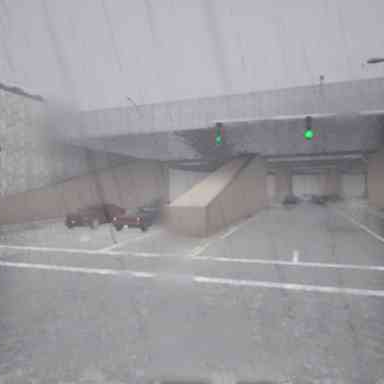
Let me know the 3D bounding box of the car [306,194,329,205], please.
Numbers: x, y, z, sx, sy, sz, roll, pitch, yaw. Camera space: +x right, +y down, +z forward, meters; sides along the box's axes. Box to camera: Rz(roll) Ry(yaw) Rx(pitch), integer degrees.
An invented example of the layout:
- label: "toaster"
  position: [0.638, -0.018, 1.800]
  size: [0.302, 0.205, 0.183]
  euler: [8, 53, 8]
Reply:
- label: "car"
  position: [17.535, 1.080, 46.418]
  size: [2.033, 1.411, 5.357]
  euler: [-1, 0, 24]

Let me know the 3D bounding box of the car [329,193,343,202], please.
- label: "car"
  position: [23.276, 0.938, 54.965]
  size: [4.674, 1.442, 1.812]
  euler: [-1, 0, -43]

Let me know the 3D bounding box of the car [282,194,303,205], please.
- label: "car"
  position: [14.045, 1.122, 47.143]
  size: [2.033, 1.411, 5.357]
  euler: [-1, 0, 25]

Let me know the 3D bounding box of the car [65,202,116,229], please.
- label: "car"
  position: [-6.092, 1.450, 21.598]
  size: [1.882, 1.535, 5.008]
  euler: [-1, 0, 18]

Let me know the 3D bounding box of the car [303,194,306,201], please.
- label: "car"
  position: [19.594, 0.981, 56.153]
  size: [1.812, 1.442, 4.674]
  euler: [0, 0, 44]

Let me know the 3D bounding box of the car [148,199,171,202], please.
- label: "car"
  position: [-3.136, 1.380, 30.513]
  size: [2.128, 1.511, 4.902]
  euler: [-1, 0, 18]

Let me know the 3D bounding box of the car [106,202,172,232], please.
- label: "car"
  position: [-2.898, 1.538, 20.107]
  size: [1.895, 1.301, 4.718]
  euler: [-1, 0, 18]
